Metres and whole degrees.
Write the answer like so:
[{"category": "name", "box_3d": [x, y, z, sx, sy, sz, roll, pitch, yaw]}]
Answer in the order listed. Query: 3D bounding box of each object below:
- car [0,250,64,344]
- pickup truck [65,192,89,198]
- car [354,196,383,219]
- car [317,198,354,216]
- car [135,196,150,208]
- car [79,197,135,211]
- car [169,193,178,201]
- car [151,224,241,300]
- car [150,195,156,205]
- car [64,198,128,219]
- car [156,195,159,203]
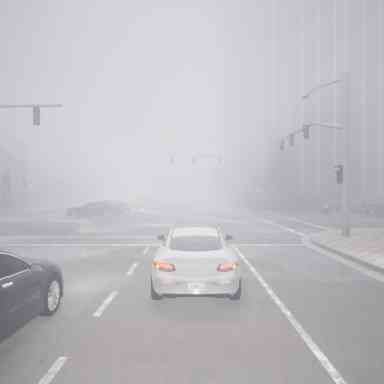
[{"category": "car", "box_3d": [-3.434, 1.505, 4.603, 1.837, 1.490, 4.892, 0, 0, 1]}, {"category": "pickup truck", "box_3d": [-24.637, 1.059, 70.312, 2.390, 2.098, 6.274, 0, 0, 30]}, {"category": "car", "box_3d": [17.722, 1.222, 29.084, 5.566, 2.045, 2.150, 0, 0, 0]}, {"category": "car", "box_3d": [14.660, 1.352, 32.562, 4.553, 1.767, 2.097, 0, 0, 0]}, {"category": "car", "box_3d": [-7.796, 1.478, 48.718, 1.882, 1.535, 5.008, 0, 0, -1]}, {"category": "car", "box_3d": [-8.409, 1.491, 32.398, 4.902, 1.511, 2.128, 0, 0, 0]}, {"category": "car", "box_3d": [-4.721, 1.225, 85.527, 2.150, 2.045, 5.566, 0, 0, -1]}, {"category": "car", "box_3d": [0.080, 1.526, 8.252, 1.812, 1.442, 4.674, 0, 0, 0]}, {"category": "car", "box_3d": [-7.920, 1.505, 57.972, 1.837, 1.490, 4.892, 0, 0, -1]}, {"category": "car", "box_3d": [-8.412, 1.505, 28.898, 4.892, 1.490, 1.837, 0, 0, 0]}, {"category": "car", "box_3d": [-7.994, 1.352, 68.154, 2.097, 1.767, 4.553, 0, 0, 0]}]
